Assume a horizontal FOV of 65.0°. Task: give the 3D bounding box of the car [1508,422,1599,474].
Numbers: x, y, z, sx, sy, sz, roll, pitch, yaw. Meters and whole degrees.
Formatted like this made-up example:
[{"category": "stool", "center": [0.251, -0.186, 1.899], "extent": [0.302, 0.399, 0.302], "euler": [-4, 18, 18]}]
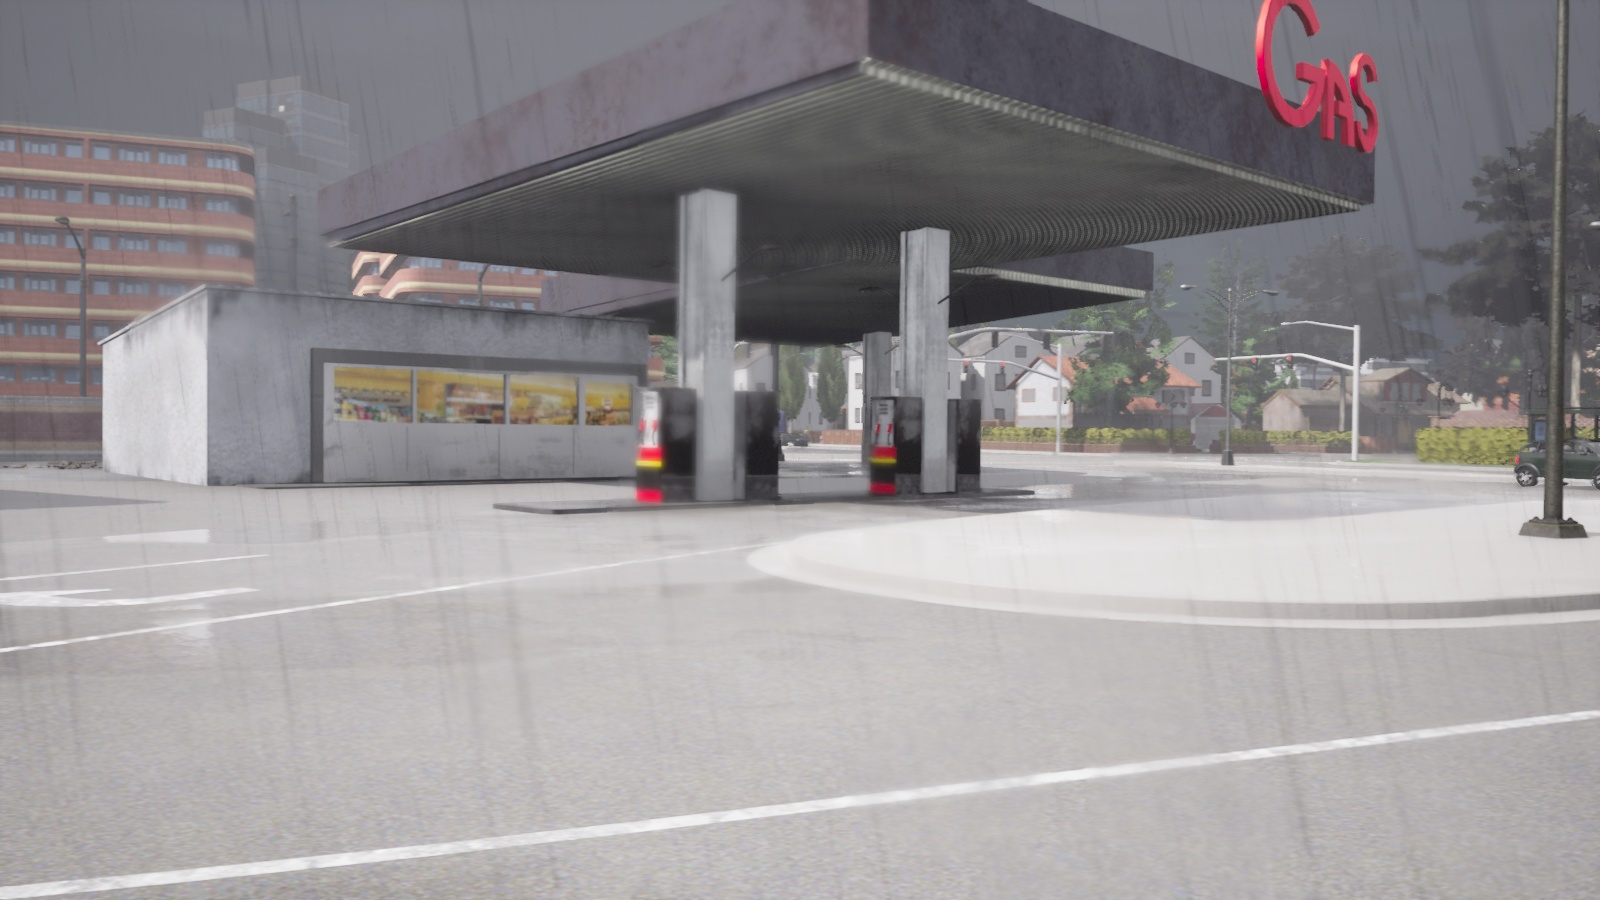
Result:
[{"category": "car", "center": [24.140, -0.084, 38.703], "extent": [1.789, 1.549, 3.705], "euler": [-1, 1, -23]}]
